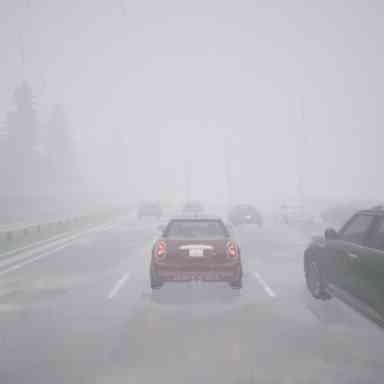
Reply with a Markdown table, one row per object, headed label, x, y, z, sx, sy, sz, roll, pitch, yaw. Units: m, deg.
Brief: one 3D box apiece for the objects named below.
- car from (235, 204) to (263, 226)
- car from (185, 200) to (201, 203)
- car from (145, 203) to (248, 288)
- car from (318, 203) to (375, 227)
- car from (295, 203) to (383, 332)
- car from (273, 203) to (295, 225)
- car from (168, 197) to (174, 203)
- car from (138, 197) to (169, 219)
| label | x | y | z | sx | sy | sz | roll | pitch | yaw |
| --- | --- | --- | --- | --- | --- | --- | --- | --- | --- |
| car | 3.588 | 1.541 | 23.076 | 1.994 | 1.385 | 4.181 | 0 | 0 | 0 |
| car | 0.084 | 1.478 | 28.746 | 1.837 | 1.490 | 4.892 | 0 | 0 | 0 |
| car | 0.096 | 1.343 | 9.361 | 2.097 | 1.767 | 4.553 | 0 | 0 | 0 |
| car | 10.589 | 1.539 | 23.169 | 1.994 | 1.385 | 4.181 | 0 | 0 | 0 |
| car | 3.599 | 1.215 | 5.206 | 2.150 | 2.045 | 5.566 | 0 | 0 | 0 |
| car | 7.074 | 1.501 | 23.419 | 1.812 | 1.442 | 4.674 | 0 | 0 | 0 |
| car | -3.459 | 1.436 | 45.171 | 1.882 | 1.535 | 5.008 | 0 | 0 | 0 |
| car | -3.451 | 1.466 | 28.679 | 2.128 | 1.511 | 4.902 | 0 | 0 | 0 |
